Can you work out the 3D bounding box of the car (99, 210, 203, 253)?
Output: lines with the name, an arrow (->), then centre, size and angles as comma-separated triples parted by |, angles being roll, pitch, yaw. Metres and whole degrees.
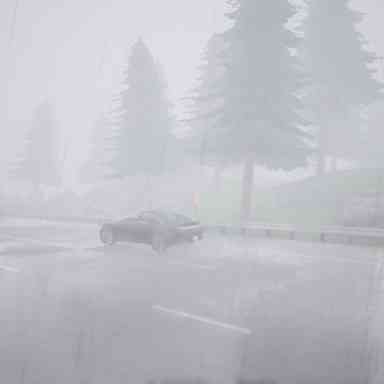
car -> -1.852, 1.520, 13.899 | 4.902, 1.511, 2.128 | 0, 0, 36
